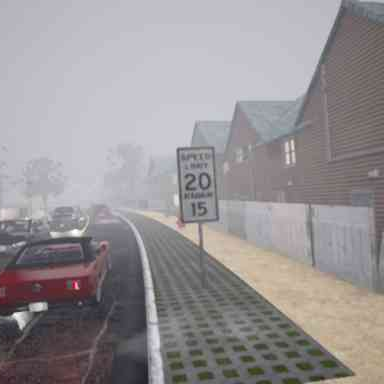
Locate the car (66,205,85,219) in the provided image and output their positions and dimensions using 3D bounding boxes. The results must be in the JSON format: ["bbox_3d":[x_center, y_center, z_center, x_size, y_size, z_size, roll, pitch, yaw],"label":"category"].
[{"bbox_3d":[-14.487,2.400,41.245,2.033,1.411,5.357,-3,0,-20],"label":"car"}]

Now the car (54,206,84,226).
[{"bbox_3d":[-9.985,1.892,26.133,2.097,1.767,4.553,-3,0,-15],"label":"car"}]

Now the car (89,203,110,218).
[{"bbox_3d":[-10.209,2.060,37.182,1.837,1.490,4.892,-3,0,-18],"label":"car"}]

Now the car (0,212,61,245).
[{"bbox_3d":[-7.013,1.852,13.347,2.128,1.511,4.902,-3,0,-11],"label":"car"}]

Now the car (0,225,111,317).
[{"bbox_3d":[-3.024,1.721,7.932,1.895,1.301,4.718,-3,0,-9],"label":"car"}]

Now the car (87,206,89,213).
[{"bbox_3d":[-13.704,2.269,46.999,1.812,1.442,4.674,-3,0,-22],"label":"car"}]
